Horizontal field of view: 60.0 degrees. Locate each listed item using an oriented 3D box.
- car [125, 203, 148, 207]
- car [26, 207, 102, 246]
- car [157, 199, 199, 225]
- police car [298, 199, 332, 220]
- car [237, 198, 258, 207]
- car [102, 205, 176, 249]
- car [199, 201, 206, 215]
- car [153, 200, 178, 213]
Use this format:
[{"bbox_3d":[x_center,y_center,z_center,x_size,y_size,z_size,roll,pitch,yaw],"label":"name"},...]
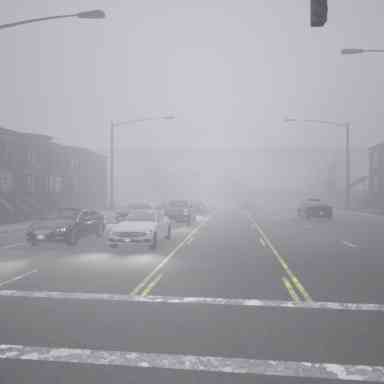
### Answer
[{"bbox_3d":[-4.281,1.546,25.953,2.033,1.411,5.357,0,0,7],"label":"car"},{"bbox_3d":[-5.579,1.491,15.361,2.128,1.511,4.902,0,0,7],"label":"car"},{"bbox_3d":[-0.969,1.352,24.157,2.097,1.767,4.553,0,0,7],"label":"car"},{"bbox_3d":[10.161,1.425,27.852,1.930,1.638,5.238,0,0,7],"label":"police car"},{"bbox_3d":[8.333,1.601,50.500,1.895,1.301,4.718,0,0,-8],"label":"car"},{"bbox_3d":[-2.133,1.526,14.791,1.812,1.442,4.674,0,0,7],"label":"car"},{"bbox_3d":[0.346,1.601,34.701,1.895,1.301,4.718,0,0,7],"label":"car"},{"bbox_3d":[-2.851,1.601,37.293,1.895,1.301,4.718,0,0,7],"label":"car"}]
